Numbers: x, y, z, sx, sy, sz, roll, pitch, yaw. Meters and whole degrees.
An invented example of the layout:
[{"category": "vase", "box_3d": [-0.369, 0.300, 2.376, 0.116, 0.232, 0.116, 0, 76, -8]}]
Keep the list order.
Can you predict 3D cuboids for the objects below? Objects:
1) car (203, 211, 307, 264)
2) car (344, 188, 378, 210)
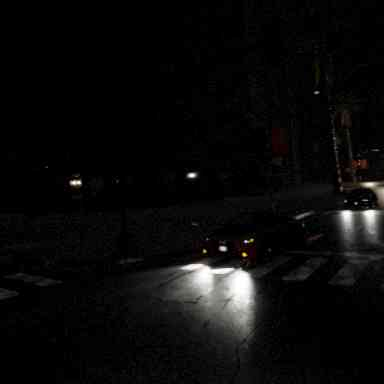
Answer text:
[{"category": "car", "box_3d": [2.203, 1.362, 11.182, 1.994, 1.385, 4.181, -4, 0, 42]}, {"category": "car", "box_3d": [13.030, 0.452, 25.622, 1.837, 1.490, 4.892, -4, 0, 35]}]
